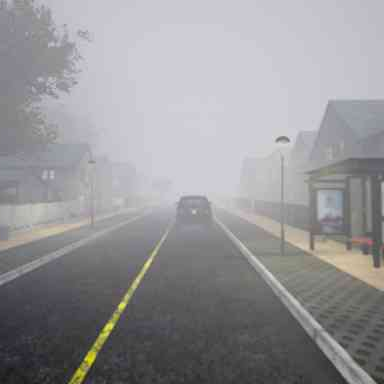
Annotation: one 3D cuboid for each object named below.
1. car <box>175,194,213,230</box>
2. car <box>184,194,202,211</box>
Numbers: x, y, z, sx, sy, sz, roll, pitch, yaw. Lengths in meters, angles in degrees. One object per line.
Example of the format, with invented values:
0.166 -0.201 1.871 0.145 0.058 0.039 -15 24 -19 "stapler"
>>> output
0.108 1.208 21.107 2.150 2.045 5.566 0 0 0 "car"
0.118 1.242 41.758 2.150 2.045 5.566 0 0 0 "car"
